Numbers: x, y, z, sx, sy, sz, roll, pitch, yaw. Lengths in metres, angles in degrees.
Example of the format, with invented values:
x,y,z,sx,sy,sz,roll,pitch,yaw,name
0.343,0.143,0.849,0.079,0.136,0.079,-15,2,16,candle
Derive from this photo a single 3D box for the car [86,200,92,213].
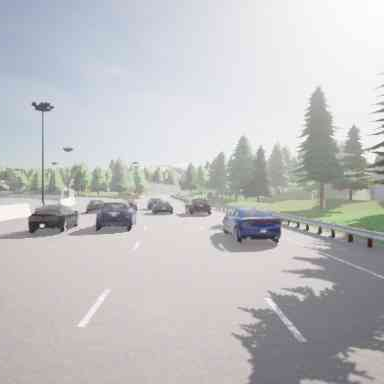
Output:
x,y,z,sx,sy,sz,roll,pitch,yaw,name
-10.605,1.547,36.903,2.033,1.411,5.357,0,0,-11,car

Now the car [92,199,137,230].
x,y,z,sx,sy,sz,roll,pitch,yaw,name
-4.735,1.354,21.267,2.097,1.767,4.553,0,0,-6,car

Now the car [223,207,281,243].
x,y,z,sx,sy,sz,roll,pitch,yaw,name
2.785,1.477,16.304,1.882,1.535,5.008,0,0,-4,car

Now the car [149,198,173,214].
x,y,z,sx,sy,sz,roll,pitch,yaw,name
-3.127,1.564,34.763,1.994,1.385,4.181,0,0,-10,car

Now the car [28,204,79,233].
x,y,z,sx,sy,sz,roll,pitch,yaw,name
-8.088,1.504,19.810,1.837,1.490,4.892,0,0,-6,car

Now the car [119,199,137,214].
x,y,z,sx,sy,sz,roll,pitch,yaw,name
-7.090,1.526,37.065,1.812,1.442,4.674,0,0,-10,car

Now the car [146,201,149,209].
x,y,z,sx,sy,sz,roll,pitch,yaw,name
-4.815,1.505,43.515,1.837,1.490,4.892,0,0,-12,car

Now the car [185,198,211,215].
x,y,z,sx,sy,sz,roll,pitch,yaw,name
0.526,1.352,34.143,2.097,1.767,4.553,0,0,-9,car
